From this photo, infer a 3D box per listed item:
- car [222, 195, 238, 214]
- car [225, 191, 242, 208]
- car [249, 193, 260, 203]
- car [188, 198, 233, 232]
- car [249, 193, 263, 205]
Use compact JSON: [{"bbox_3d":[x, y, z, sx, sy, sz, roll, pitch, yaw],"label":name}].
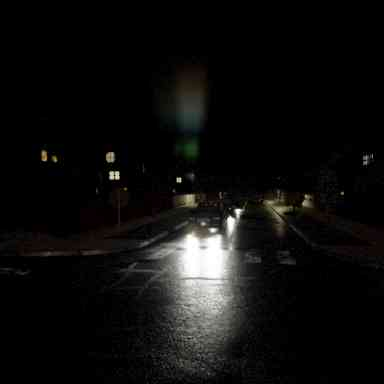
[{"bbox_3d":[2.812,1.309,29.290,1.812,1.442,4.674,0,0,11],"label":"car"},{"bbox_3d":[4.996,0.911,41.322,2.150,2.045,5.566,0,0,10],"label":"car"},{"bbox_3d":[10.915,1.014,58.113,1.882,1.535,5.008,0,0,10],"label":"car"},{"bbox_3d":[1.024,1.350,19.418,2.128,1.511,4.902,0,0,11],"label":"car"},{"bbox_3d":[9.251,1.179,48.288,1.994,1.385,4.181,0,0,9],"label":"car"}]
